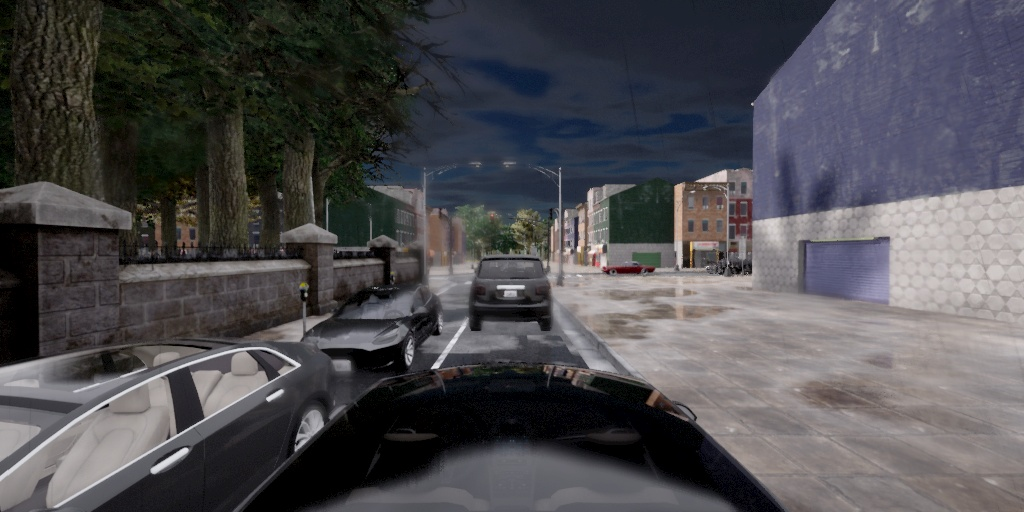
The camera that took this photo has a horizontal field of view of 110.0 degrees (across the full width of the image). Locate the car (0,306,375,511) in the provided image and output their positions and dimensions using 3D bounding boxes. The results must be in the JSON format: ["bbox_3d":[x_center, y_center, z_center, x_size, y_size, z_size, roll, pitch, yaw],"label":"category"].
[{"bbox_3d":[-2.641,1.300,2.004,2.007,1.370,4.403,0,0,0],"label":"car"}]

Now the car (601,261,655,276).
[{"bbox_3d":[10.992,1.185,34.265,4.718,1.301,1.895,-1,1,0],"label":"car"}]

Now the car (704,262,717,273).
[{"bbox_3d":[21.029,0.941,34.251,4.902,1.511,2.128,-1,1,0],"label":"car"}]

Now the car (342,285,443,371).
[{"bbox_3d":[-2.634,1.316,7.693,1.948,1.339,4.313,0,0,0],"label":"car"}]

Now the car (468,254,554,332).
[{"bbox_3d":[-0.011,0.973,11.002,2.150,2.045,5.566,0,0,0],"label":"car"}]

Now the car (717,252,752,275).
[{"bbox_3d":[21.571,0.691,31.297,5.566,2.045,2.150,-1,1,0],"label":"car"}]
